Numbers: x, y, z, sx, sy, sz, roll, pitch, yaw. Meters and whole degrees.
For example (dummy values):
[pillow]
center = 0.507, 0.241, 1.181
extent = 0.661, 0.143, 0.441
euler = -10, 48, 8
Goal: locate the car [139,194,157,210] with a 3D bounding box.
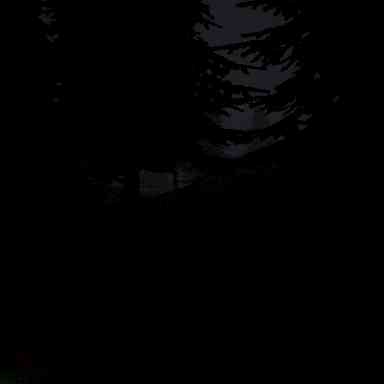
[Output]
[car]
center = -6.492, 1.206, 39.279
extent = 2.150, 2.045, 5.566
euler = 0, 0, 37
